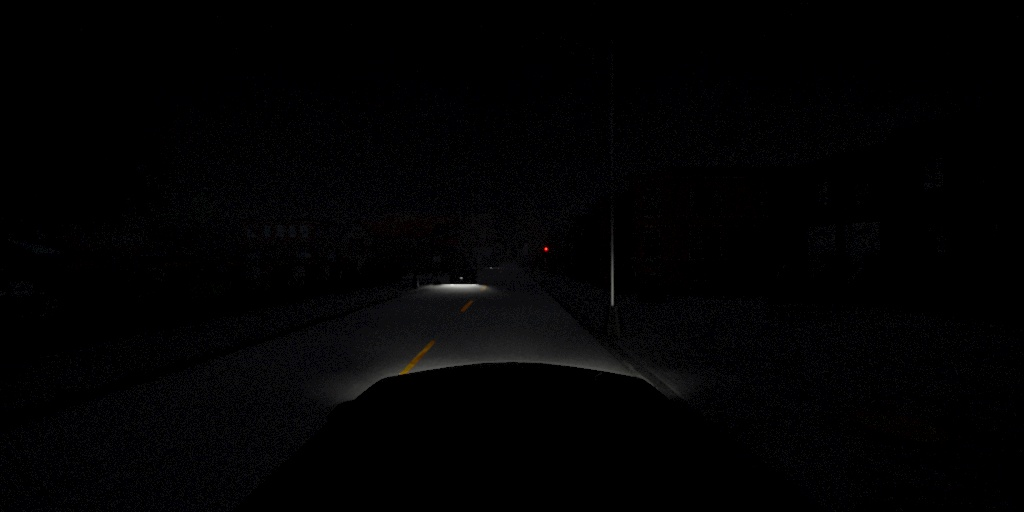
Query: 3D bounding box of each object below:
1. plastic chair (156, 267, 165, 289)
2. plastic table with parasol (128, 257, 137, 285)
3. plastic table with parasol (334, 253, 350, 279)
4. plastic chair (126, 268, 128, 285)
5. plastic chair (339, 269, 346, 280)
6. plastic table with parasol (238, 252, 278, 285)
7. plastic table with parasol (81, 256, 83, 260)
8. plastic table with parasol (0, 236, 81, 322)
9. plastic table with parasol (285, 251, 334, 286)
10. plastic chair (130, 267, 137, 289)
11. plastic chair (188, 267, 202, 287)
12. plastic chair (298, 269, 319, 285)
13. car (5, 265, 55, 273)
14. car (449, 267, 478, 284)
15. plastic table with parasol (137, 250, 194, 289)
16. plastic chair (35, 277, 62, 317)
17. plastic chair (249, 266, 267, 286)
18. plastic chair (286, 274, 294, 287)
[{"bbox_3d":[-21.570,1.408,22.411,0.750,1.272,0.730,0,0,-42],"label":"plastic chair"},{"bbox_3d":[-27.757,0.928,27.992,2.482,2.480,2.482,0,0,-40],"label":"plastic table with parasol"},{"bbox_3d":[-14.085,0.984,28.274,2.482,2.480,2.482,0,0,-40],"label":"plastic table with parasol"},{"bbox_3d":[-28.754,1.548,27.260,0.730,1.272,0.750,0,0,-40],"label":"plastic chair"},{"bbox_3d":[-13.348,1.577,27.254,0.750,1.272,0.730,0,0,-40],"label":"plastic chair"},{"bbox_3d":[-19.315,0.943,27.277,2.482,2.480,2.482,0,0,-40],"label":"plastic table with parasol"},{"bbox_3d":[-26.079,0.790,20.027,2.482,2.480,2.482,0,0,-39],"label":"plastic table with parasol"},{"bbox_3d":[-14.050,0.705,9.697,2.482,2.480,2.482,0,0,-38],"label":"plastic table with parasol"},{"bbox_3d":[-13.647,0.906,23.785,2.482,2.480,2.482,0,0,-40],"label":"plastic table with parasol"},{"bbox_3d":[-23.266,1.487,22.537,0.730,1.272,0.750,0,0,-40],"label":"plastic chair"},{"bbox_3d":[-21.243,1.495,24.025,0.730,1.272,0.750,0,0,-40],"label":"plastic chair"},{"bbox_3d":[-12.910,1.483,22.778,0.750,1.272,0.730,0,0,-40],"label":"plastic chair"},{"bbox_3d":[-50.780,1.652,37.980,5.357,1.411,2.033,0,-1,0],"label":"car"},{"bbox_3d":[-4.009,1.583,30.337,1.994,1.385,4.181,0,-1,0],"label":"car"},{"bbox_3d":[-22.284,0.873,23.292,2.482,2.480,2.482,0,0,-42],"label":"plastic table with parasol"},{"bbox_3d":[-13.064,1.350,10.420,0.730,1.272,0.750,0,0,-40],"label":"plastic chair"},{"bbox_3d":[-18.578,1.540,26.257,0.750,1.272,0.730,0,0,-40],"label":"plastic chair"},{"bbox_3d":[-14.644,1.474,23.052,0.730,1.272,0.750,0,0,-40],"label":"plastic chair"}]
